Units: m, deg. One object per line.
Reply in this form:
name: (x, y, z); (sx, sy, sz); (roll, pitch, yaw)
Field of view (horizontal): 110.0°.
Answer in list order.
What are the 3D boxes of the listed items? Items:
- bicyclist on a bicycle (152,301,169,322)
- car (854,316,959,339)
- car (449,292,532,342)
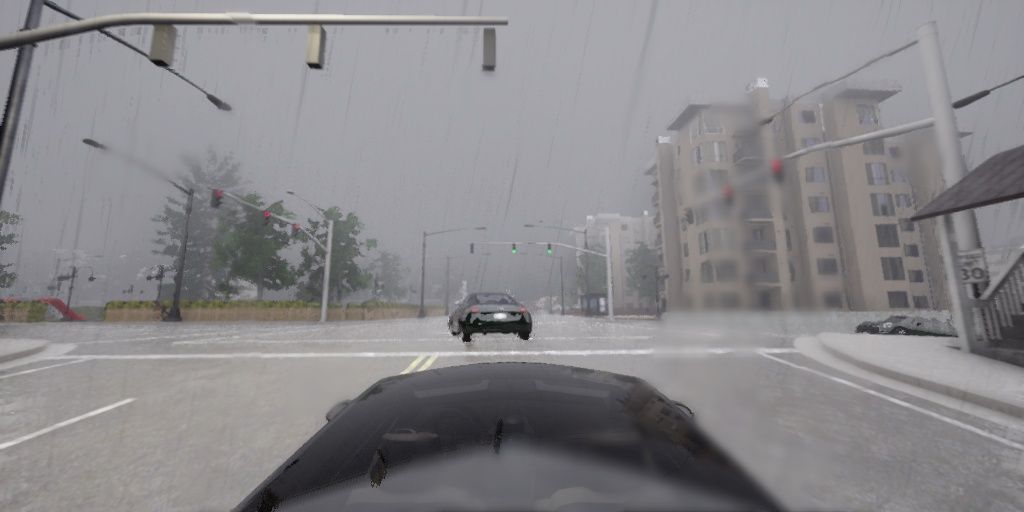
bicyclist on a bicycle: (-26.133, 4.106, 26.722); (0.582, 1.620, 1.656); (-20, 0, -4)
car: (21.993, 4.119, 19.970); (4.553, 1.767, 2.097); (9, -9, 1)
car: (-0.817, 1.854, 11.337); (1.994, 1.385, 4.181); (2, -9, -14)
